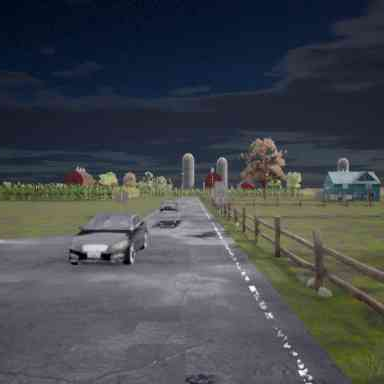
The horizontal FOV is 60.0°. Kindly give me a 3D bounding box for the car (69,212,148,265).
[{"bbox_3d":[-2.696,1.479,11.631,2.128,1.511,4.902,0,0,0],"label":"car"}]

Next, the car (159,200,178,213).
[{"bbox_3d":[-2.588,1.573,37.582,1.994,1.385,4.181,0,0,0],"label":"car"}]
